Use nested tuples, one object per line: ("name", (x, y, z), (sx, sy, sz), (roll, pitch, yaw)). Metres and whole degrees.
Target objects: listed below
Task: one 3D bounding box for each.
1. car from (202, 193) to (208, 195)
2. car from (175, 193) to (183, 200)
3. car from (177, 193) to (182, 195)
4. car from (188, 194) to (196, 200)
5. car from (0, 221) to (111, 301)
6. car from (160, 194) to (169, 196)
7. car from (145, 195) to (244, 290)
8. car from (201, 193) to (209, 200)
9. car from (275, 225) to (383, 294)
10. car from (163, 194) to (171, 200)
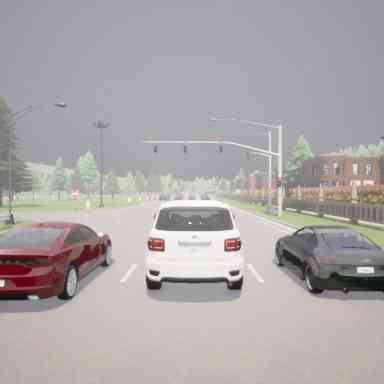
("car", (3.516, 1.587, 82.121), (1.895, 1.301, 4.718), (0, 0, 0))
("car", (-3.482, 1.187, 92.065), (2.097, 1.767, 4.553), (0, 0, 0))
("car", (-3.484, 1.516, 82.092), (1.812, 1.442, 4.674), (0, 0, 0))
("car", (0.018, 1.371, 92.095), (2.033, 1.411, 5.357), (0, 0, 0))
("car", (-3.438, 1.478, 8.411), (1.882, 1.535, 5.008), (0, 0, 0))
("car", (-6.984, 1.347, 82.063), (2.097, 1.767, 4.553), (0, 0, 0))
("car", (0.068, 1.221, 9.219), (2.150, 2.045, 5.566), (0, 0, 0))
("car", (3.518, 1.187, 92.064), (2.097, 1.767, 4.553), (0, 0, 0))
("car", (3.566, 1.564, 8.806), (1.994, 1.385, 4.181), (0, 0, 0))
("car", (-6.982, 1.332, 92.096), (1.837, 1.490, 4.892), (0, 0, 0))
